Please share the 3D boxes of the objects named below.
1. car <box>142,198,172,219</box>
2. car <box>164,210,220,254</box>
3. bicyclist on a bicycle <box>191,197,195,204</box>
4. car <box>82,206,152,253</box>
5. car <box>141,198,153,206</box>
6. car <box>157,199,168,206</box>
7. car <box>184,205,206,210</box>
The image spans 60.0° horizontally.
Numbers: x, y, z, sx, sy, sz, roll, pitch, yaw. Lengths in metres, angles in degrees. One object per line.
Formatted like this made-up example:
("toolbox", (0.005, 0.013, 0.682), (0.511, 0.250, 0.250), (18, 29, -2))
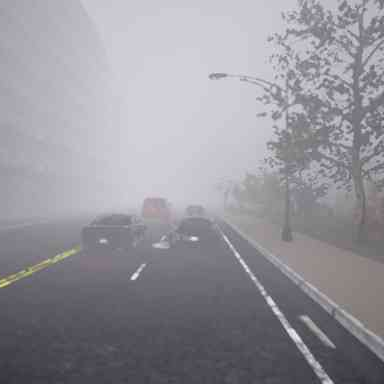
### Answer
("car", (-3.013, 1.489, 28.922), (2.150, 2.045, 5.566), (0, 0, 1))
("car", (0.099, 1.698, 14.165), (1.994, 1.385, 4.181), (0, 0, 1))
("bicyclist on a bicycle", (0.375, 2.229, 89.802), (0.659, 1.776, 1.843), (0, 0, -3))
("car", (-3.148, 1.612, 14.380), (1.882, 1.535, 5.008), (0, 0, 1))
("car", (-9.541, 2.152, 70.876), (1.882, 1.535, 5.008), (0, -1, -1))
("car", (-6.293, 2.269, 70.966), (1.895, 1.301, 4.718), (0, -1, -1))
("car", (0.237, 1.820, 28.857), (2.033, 1.411, 5.357), (0, -1, 1))
